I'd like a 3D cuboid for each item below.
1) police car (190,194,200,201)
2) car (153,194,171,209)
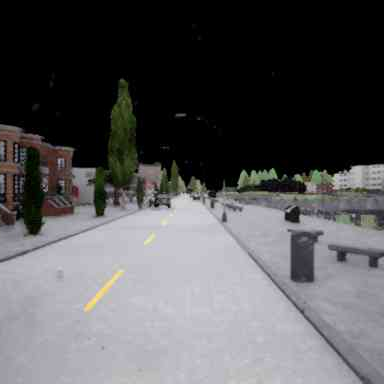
[{"bbox_3d":[1.180,1.440,86.726,1.930,1.638,5.238,0,0,0],"label":"police car"},{"bbox_3d":[-4.075,1.233,46.502,2.150,2.045,5.566,0,0,0],"label":"car"}]
